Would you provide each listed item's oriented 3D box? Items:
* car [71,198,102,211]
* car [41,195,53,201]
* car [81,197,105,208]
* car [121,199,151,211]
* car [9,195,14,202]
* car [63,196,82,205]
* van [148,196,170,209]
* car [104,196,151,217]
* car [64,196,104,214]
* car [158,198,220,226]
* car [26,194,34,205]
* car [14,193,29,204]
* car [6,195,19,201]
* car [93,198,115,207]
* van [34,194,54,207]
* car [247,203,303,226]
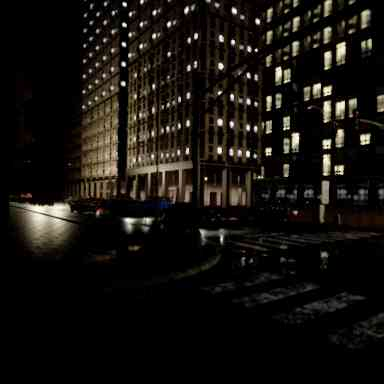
[{"bbox_3d":[-12.904,1.457,40.472,2.033,1.411,5.357,1,-1,-35],"label":"car"},{"bbox_3d":[-36.568,1.557,83.907,1.802,1.307,4.206,1,-1,-35],"label":"car"},{"bbox_3d":[-14.360,1.465,47.961,1.837,1.490,4.892,1,-1,-35],"label":"car"},{"bbox_3d":[-7.201,1.571,42.409,2.008,1.369,4.403,1,-1,-35],"label":"car"},{"bbox_3d":[-36.881,1.389,69.846,1.947,1.339,4.313,1,-1,-35],"label":"car"},{"bbox_3d":[-20.350,1.474,56.334,1.812,1.442,4.674,1,-1,-35],"label":"car"},{"bbox_3d":[-3.935,1.369,37.800,1.690,1.788,3.998,1,-1,-35],"label":"van"},{"bbox_3d":[-6.045,1.402,30.753,1.882,1.535,5.008,1,-1,-35],"label":"car"},{"bbox_3d":[-10.779,1.420,32.959,2.008,1.369,4.403,1,-1,-35],"label":"car"},{"bbox_3d":[-0.154,1.416,22.425,1.882,1.535,5.008,1,-1,-36],"label":"car"},{"bbox_3d":[-23.830,1.425,51.402,1.802,1.307,4.206,1,-1,-35],"label":"car"},{"bbox_3d":[-30.352,1.148,60.626,2.192,1.841,5.009,1,-1,-35],"label":"car"},{"bbox_3d":[-40.143,1.370,74.457,2.008,1.369,4.403,1,-1,-35],"label":"car"},{"bbox_3d":[-13.728,1.573,51.631,1.947,1.339,4.313,1,-1,-35],"label":"car"},{"bbox_3d":[-20.563,1.190,46.793,1.690,1.788,3.998,1,-1,-35],"label":"van"},{"bbox_3d":[5.852,1.492,23.967,1.967,1.590,4.097,1,-1,-35],"label":"car"}]
